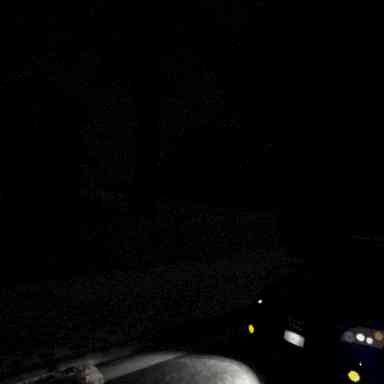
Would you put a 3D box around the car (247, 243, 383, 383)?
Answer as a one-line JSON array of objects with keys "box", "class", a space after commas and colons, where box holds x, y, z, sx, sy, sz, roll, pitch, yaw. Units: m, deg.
[{"box": [2.825, 1.537, 5.091, 4.181, 1.385, 1.994, 0, 0, -36], "class": "car"}]
